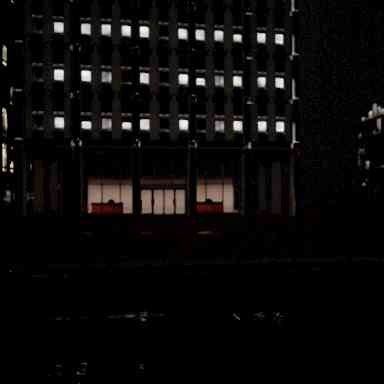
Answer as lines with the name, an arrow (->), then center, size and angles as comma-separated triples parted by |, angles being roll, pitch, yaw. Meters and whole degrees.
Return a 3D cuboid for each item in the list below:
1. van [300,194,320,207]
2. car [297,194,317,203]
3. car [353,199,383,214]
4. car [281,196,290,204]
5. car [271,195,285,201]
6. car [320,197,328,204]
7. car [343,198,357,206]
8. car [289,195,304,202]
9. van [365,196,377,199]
van -> 19.293, 1.550, 55.821 | 1.690, 1.788, 3.998 | 0, 0, -7
car -> 25.525, 1.425, 73.769 | 2.192, 1.841, 5.009 | 0, 0, -7
car -> 21.324, 1.818, 38.893 | 1.947, 1.339, 4.313 | 0, 0, -7
car -> 17.901, 1.729, 67.104 | 2.008, 1.369, 4.403 | 0, 0, -7
car -> 23.439, 1.613, 90.692 | 2.008, 1.369, 4.403 | 0, 0, -7
car -> 26.219, 1.708, 68.129 | 1.802, 1.307, 4.206 | 0, 0, -7
car -> 27.609, 1.739, 56.846 | 1.802, 1.307, 4.206 | 0, 0, -7
car -> 24.829, 1.535, 79.410 | 1.967, 1.590, 4.097 | 0, 0, -7
van -> 28.304, 1.513, 51.204 | 1.690, 1.788, 3.998 | 0, 0, -7
